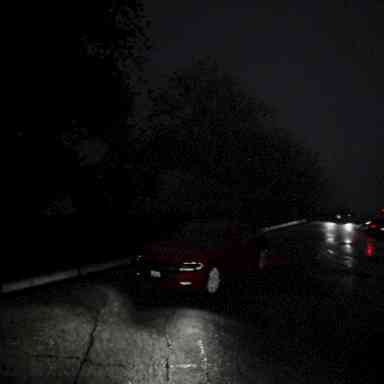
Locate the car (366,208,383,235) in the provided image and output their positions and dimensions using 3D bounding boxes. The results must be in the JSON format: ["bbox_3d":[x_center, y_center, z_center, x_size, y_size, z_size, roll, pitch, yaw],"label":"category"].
[{"bbox_3d":[12.443,2.020,21.541,1.812,1.442,4.674,2,0,31],"label":"car"}]

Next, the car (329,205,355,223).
[{"bbox_3d":[14.511,2.079,31.962,1.837,1.490,4.892,2,0,32],"label":"car"}]

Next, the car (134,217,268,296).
[{"bbox_3d":[0.539,1.495,9.105,1.882,1.535,5.008,2,0,31],"label":"car"}]
